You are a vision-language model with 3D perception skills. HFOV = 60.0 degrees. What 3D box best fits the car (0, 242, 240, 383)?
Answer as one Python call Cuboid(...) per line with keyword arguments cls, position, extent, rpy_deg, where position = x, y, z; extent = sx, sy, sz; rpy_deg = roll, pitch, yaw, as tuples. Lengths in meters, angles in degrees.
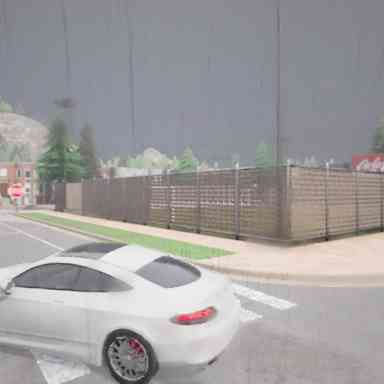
Cuboid(cls="car", position=(-1.626, 1.540, 5.087), extent=(4.674, 1.442, 1.812), rpy_deg=(0, 2, 21))
